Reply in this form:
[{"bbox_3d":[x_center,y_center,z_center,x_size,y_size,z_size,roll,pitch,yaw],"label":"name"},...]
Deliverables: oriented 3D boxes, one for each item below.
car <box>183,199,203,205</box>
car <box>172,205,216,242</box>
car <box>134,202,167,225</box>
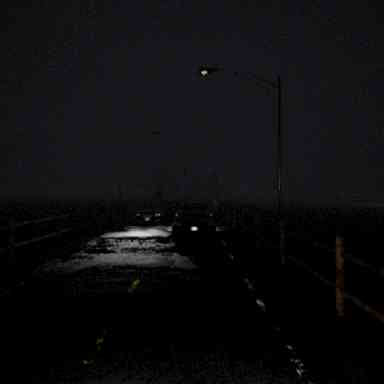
[{"bbox_3d":[0.101,1.435,32.792,1.882,1.535,5.008,0,0,0],"label":"car"},{"bbox_3d":[0.099,1.541,16.281,1.994,1.385,4.181,0,0,0],"label":"car"},{"bbox_3d":[-2.846,1.460,23.603,2.128,1.511,4.902,0,0,0],"label":"car"}]
